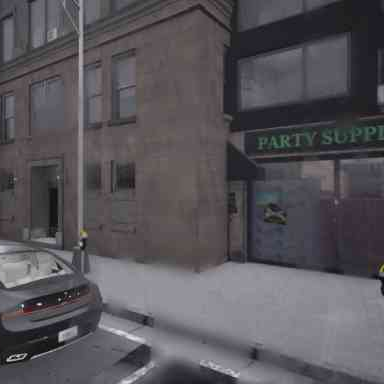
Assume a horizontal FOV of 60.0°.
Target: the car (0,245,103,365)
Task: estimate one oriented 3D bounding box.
[{"bbox_3d":[-3.335,1.550,5.457,4.403,1.369,2.008,0,0,36],"label":"car"}]
